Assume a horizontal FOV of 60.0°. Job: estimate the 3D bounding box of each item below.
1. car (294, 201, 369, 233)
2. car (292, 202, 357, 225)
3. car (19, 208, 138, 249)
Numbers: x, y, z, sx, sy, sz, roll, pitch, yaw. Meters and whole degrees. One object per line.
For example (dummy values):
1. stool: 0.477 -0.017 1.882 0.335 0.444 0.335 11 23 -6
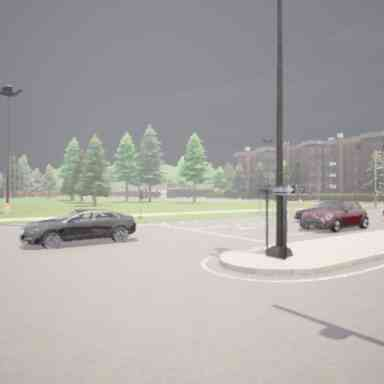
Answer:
1. car: 8.536 1.346 19.889 4.553 1.767 2.097 0 0 -35
2. car: 10.143 1.540 25.332 5.357 1.411 2.033 0 0 -35
3. car: -4.800 1.490 14.569 4.902 1.511 2.128 0 0 -35
